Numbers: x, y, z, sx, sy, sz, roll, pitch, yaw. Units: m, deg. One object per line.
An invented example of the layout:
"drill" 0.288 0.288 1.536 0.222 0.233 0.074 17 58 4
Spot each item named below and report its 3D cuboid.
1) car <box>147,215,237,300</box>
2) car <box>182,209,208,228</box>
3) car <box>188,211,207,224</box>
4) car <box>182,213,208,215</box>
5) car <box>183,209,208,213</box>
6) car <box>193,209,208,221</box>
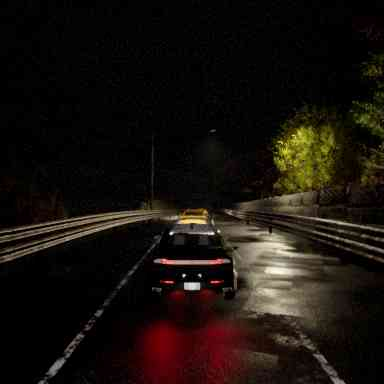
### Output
"car" -0.003 1.561 8.549 2.128 1.511 4.902 0 -1 0
"car" 0.320 2.305 29.798 2.128 1.511 4.902 0 -3 2
"car" 0.659 2.714 35.786 1.895 1.301 4.718 0 -3 3
"car" 0.018 1.826 15.471 1.895 1.301 4.718 0 -2 0
"car" 0.140 1.987 23.349 1.882 1.535 5.008 0 -3 1
"car" 1.167 3.057 45.110 1.882 1.535 5.008 0 -3 4
